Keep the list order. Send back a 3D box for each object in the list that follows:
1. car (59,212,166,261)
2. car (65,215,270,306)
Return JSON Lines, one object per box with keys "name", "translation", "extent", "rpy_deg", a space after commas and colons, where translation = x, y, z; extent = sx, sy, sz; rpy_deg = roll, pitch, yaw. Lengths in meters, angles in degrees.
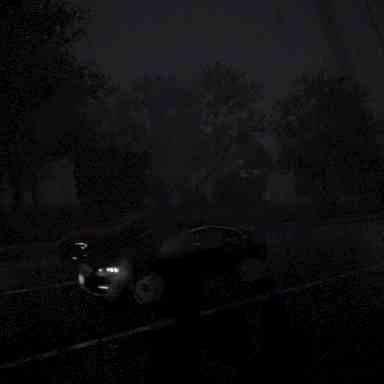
{"name": "car", "translation": [-1.837, 1.478, 11.290], "extent": [5.008, 1.535, 1.882], "rpy_deg": [0, 0, -36]}
{"name": "car", "translation": [-0.233, 1.492, 8.133], "extent": [4.902, 1.511, 2.128], "rpy_deg": [0, 0, -36]}
